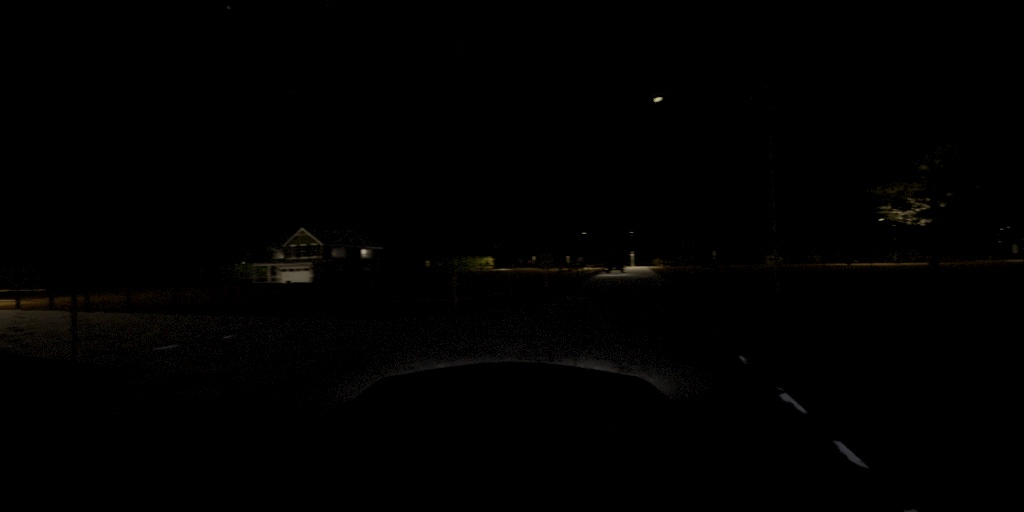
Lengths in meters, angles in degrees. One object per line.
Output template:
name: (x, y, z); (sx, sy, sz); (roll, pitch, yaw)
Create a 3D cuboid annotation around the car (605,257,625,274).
car: (13.164, 1.121, 45.750); (2.150, 2.045, 5.566); (-2, -1, 19)
